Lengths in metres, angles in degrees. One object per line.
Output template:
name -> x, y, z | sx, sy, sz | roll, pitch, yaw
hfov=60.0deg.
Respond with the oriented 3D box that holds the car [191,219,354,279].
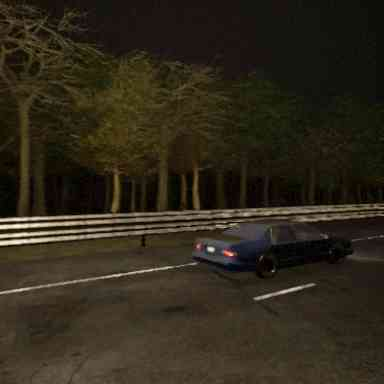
car -> 2.570, 1.530, 9.951 | 5.357, 1.411, 2.033 | 0, 0, -34
